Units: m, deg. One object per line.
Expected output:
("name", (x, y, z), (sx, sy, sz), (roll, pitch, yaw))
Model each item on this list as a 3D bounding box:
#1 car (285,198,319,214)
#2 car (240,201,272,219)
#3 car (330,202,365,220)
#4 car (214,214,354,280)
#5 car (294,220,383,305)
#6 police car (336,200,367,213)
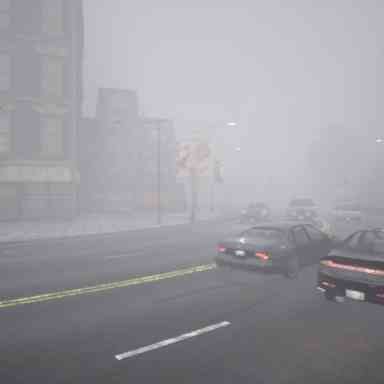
("car", (8.618, 1.472, 26.085), (2.150, 2.045, 5.566), (0, 0, 19))
("car", (5.336, 1.577, 27.301), (2.097, 1.767, 4.553), (0, 0, 19))
("car", (12.872, 1.805, 28.123), (1.895, 1.301, 4.718), (0, 0, 16))
("car", (2.965, 1.629, 10.383), (2.033, 1.411, 5.357), (-1, -1, 44))
("car", (4.551, 1.544, 7.313), (4.902, 1.511, 2.128), (0, -1, -43))
("police car", (17.967, 1.705, 38.820), (1.930, 1.638, 5.238), (0, 0, 4))
